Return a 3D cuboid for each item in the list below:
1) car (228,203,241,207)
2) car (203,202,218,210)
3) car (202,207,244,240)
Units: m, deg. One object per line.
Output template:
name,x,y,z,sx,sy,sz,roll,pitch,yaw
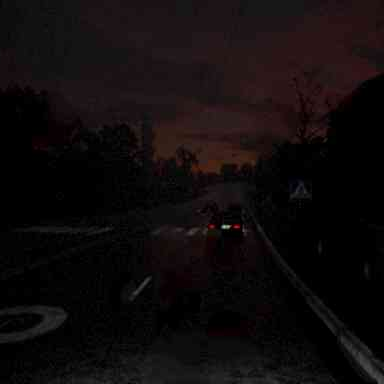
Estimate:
car,5.864,2.228,45.818,1.895,1.301,4.718,0,-1,9
car,2.541,2.124,45.574,1.812,1.442,4.674,0,-1,9
car,1.891,1.764,18.431,2.033,1.411,5.357,0,-1,8
